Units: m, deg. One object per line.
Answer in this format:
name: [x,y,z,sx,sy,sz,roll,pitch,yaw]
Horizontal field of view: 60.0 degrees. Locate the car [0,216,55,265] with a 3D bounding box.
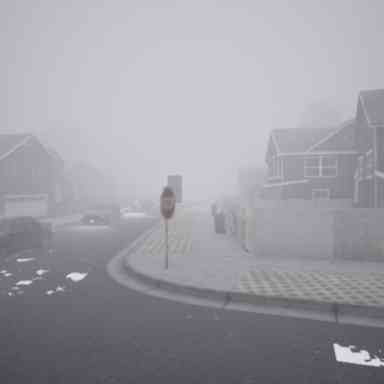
car: [-6.814,1.580,11.958,2.033,1.411,5.357,-1,0,0]

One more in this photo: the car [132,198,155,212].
car: [-5.544,1.439,38.466,2.128,1.511,4.902,-1,0,5]

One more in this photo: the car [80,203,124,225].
car: [-6.492,1.541,24.630,2.033,1.411,5.357,-1,0,2]
